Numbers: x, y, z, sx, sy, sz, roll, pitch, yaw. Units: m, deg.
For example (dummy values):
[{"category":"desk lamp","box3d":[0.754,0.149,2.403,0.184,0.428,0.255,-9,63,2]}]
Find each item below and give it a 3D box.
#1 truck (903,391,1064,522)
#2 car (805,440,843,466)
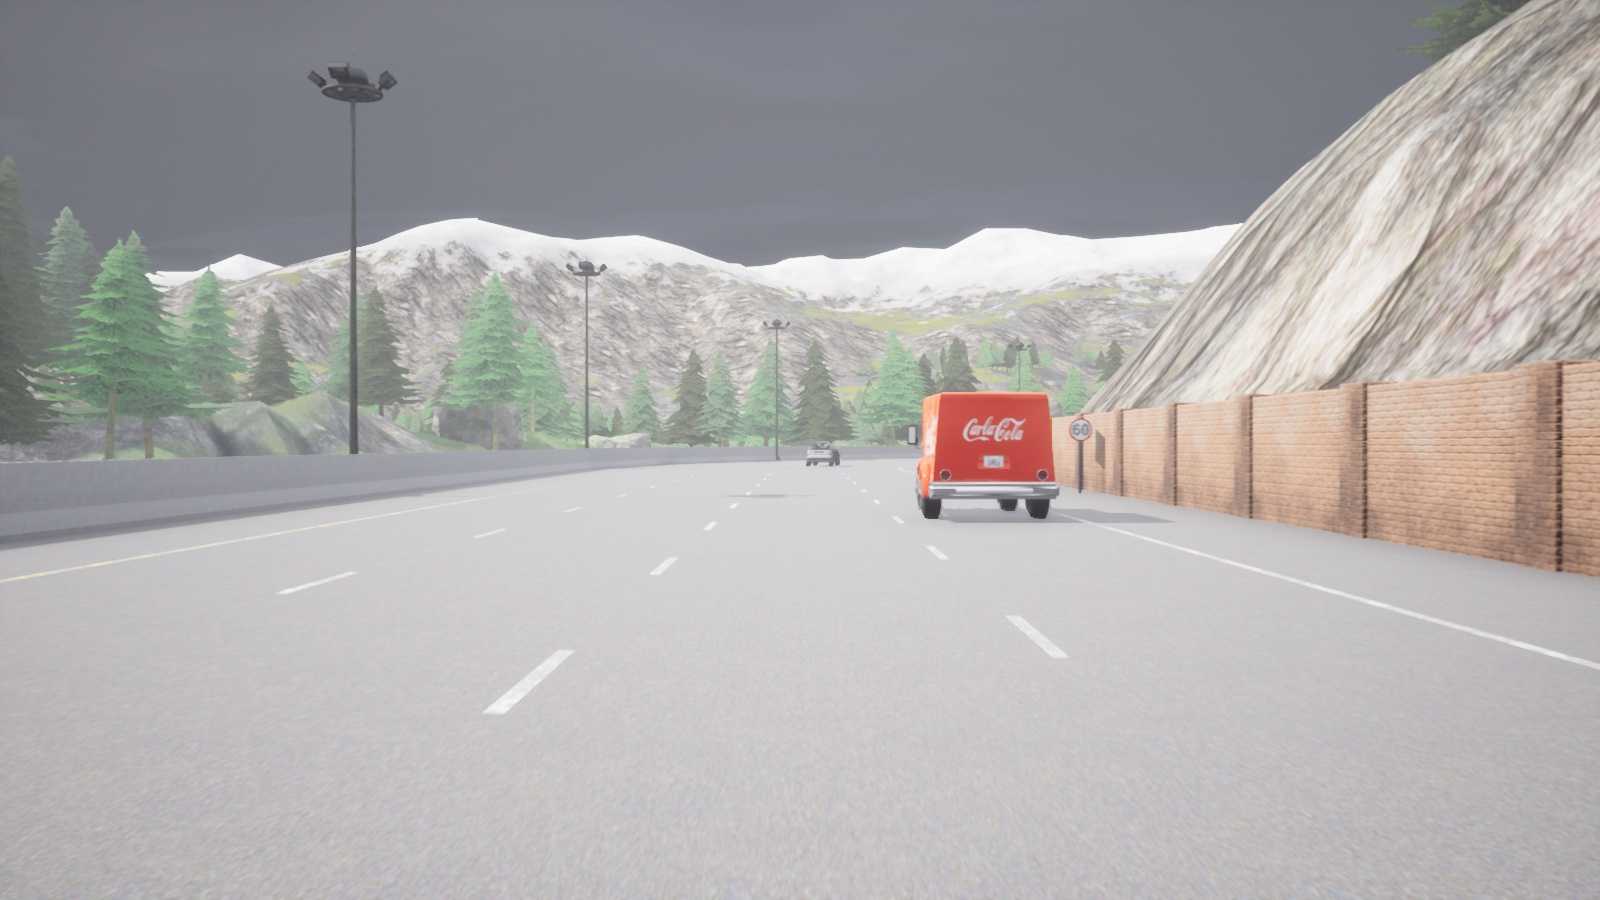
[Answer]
[{"category":"truck","box3d":[3.661,0.111,26.233,2.627,2.467,5.204,0,0,0]},{"category":"car","box3d":[1.570,0.191,80.757,1.851,1.617,3.988,0,0,11]}]
